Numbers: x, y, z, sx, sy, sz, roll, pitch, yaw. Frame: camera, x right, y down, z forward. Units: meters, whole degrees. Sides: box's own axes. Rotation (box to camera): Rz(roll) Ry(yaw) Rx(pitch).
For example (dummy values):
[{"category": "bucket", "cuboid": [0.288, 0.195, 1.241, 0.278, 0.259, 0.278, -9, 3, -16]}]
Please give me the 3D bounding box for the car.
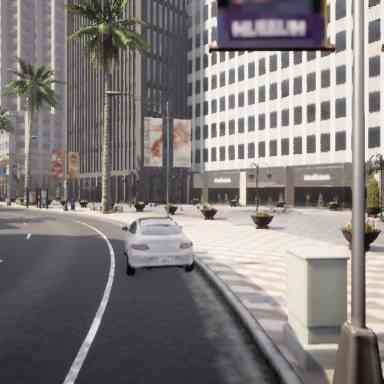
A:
[{"category": "car", "cuboid": [-1.176, 1.514, 10.451, 1.812, 1.442, 4.674, 0, 0, -13]}]
